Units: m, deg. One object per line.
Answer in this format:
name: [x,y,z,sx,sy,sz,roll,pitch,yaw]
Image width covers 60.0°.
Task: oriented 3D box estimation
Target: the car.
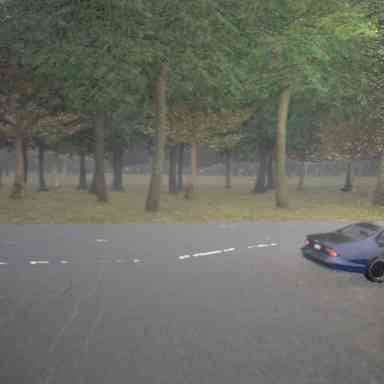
car: [5.849,1.540,9.287,5.357,1.411,2.033,0,3,-7]
